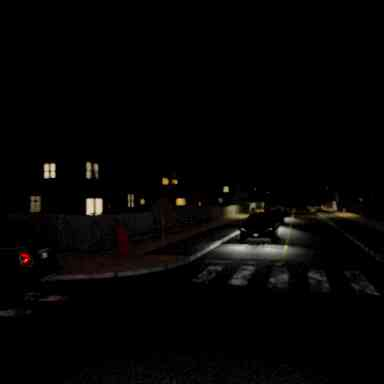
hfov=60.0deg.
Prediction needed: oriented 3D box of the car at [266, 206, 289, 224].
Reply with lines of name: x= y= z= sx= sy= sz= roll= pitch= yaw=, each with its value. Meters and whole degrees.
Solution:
car: x=7.508 y=2.125 z=30.480 sx=2.128 sy=1.511 sz=4.902 roll=-1 pitch=-2 yaw=17

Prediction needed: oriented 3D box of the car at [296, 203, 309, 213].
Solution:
car: x=18.102 y=2.596 z=54.737 sx=1.837 sy=1.490 sz=4.892 roll=-1 pitch=-2 yaw=17

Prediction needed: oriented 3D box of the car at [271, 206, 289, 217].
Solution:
car: x=11.386 y=2.485 z=42.737 sx=1.895 sy=1.301 sz=4.718 roll=-1 pitch=-2 yaw=18

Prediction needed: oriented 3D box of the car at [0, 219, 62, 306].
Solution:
car: x=-5.661 y=1.521 z=7.962 sx=4.553 sy=1.767 sz=2.097 roll=1 pitch=-2 yaw=-1

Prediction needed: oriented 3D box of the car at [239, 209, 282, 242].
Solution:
car: x=3.899 y=1.934 z=18.982 sx=1.812 sy=1.442 sz=4.674 roll=-1 pitch=-1 yaw=17
